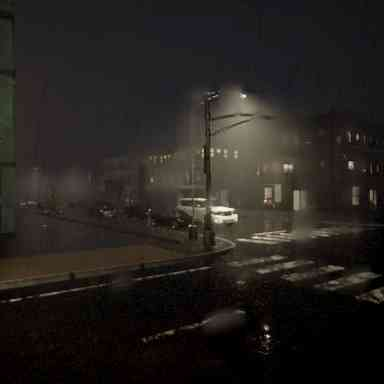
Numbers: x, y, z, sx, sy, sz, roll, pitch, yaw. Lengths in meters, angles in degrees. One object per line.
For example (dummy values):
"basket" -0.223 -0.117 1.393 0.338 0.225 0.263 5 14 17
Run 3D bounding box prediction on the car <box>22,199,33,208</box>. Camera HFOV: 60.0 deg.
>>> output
"car" -31.842 2.401 66.048 2.008 1.369 4.403 -1 0 -36

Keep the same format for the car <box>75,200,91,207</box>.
"car" -21.807 2.268 66.424 1.887 1.381 4.507 -1 0 -36

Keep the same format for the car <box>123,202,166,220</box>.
"car" -5.055 1.914 33.077 2.033 1.411 5.357 -1 0 -36

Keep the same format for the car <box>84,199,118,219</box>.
"car" -9.298 1.870 34.537 1.967 1.590 4.097 -1 0 -36

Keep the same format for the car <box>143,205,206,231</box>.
"car" -1.319 1.838 23.181 1.947 1.339 4.313 -1 0 -36

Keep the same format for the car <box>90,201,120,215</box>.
"car" -10.864 1.958 41.216 1.882 1.535 5.008 -1 0 -35

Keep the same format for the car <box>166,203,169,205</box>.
"car" -2.480 1.943 39.416 1.802 1.307 4.206 -1 0 -36

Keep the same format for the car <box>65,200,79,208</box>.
"car" -21.526 2.265 61.595 1.994 1.385 4.181 -1 0 -36

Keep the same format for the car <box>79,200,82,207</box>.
"car" -18.591 1.980 61.922 2.192 1.841 5.009 -1 0 -36

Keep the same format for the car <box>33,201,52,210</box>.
"car" -25.301 2.257 56.906 1.752 1.417 4.829 -1 0 -36

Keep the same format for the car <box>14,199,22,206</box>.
"car" -38.286 2.405 75.050 1.967 1.590 4.097 -1 0 -36

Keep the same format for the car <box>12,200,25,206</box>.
"car" -41.505 2.573 79.552 2.008 1.369 4.403 -1 0 -36

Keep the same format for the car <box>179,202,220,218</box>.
"car" 0.740 1.849 34.914 2.008 1.369 4.403 -1 0 -36

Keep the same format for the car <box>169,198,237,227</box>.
"car" 0.900 1.471 24.752 2.150 2.045 5.566 -1 0 -35

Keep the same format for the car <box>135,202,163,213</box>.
"car" -5.700 2.005 43.917 1.802 1.307 4.206 -1 0 -36

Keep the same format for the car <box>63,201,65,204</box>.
"car" -28.248 2.404 75.427 1.947 1.339 4.313 -1 0 -36

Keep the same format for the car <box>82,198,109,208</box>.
"car" -15.461 2.067 53.118 1.882 1.535 5.008 -1 0 -35
